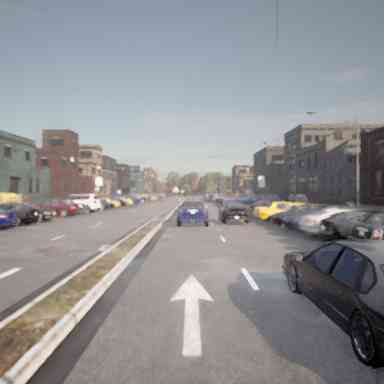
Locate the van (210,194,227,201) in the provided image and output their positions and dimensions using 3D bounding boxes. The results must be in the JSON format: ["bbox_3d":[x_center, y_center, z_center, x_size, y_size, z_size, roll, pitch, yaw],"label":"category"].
[{"bbox_3d":[7.445,1.518,93.451,4.442,1.987,1.878,0,0,0],"label":"van"}]

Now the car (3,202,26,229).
[{"bbox_3d":[-12.767,1.516,19.523,4.674,1.452,2.002,0,0,0],"label":"car"}]

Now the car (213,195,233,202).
[{"bbox_3d":[7.413,1.584,79.538,4.553,1.767,2.185,0,0,0],"label":"car"}]

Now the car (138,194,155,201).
[{"bbox_3d":[-12.925,1.593,94.681,4.553,1.767,2.185,0,0,0],"label":"car"}]

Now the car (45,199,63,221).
[{"bbox_3d":[-12.777,1.484,25.082,4.892,1.521,2.231,0,0,0],"label":"car"}]

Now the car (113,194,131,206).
[{"bbox_3d":[-12.776,1.573,52.872,5.008,1.535,2.097,0,0,0],"label":"car"}]

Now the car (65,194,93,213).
[{"bbox_3d":[-12.803,1.376,33.509,4.553,1.767,2.185,0,0,0],"label":"car"}]

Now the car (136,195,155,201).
[{"bbox_3d":[-12.880,1.711,91.902,5.008,1.535,2.097,0,0,0],"label":"car"}]

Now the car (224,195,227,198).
[{"bbox_3d":[7.498,1.611,49.324,4.674,1.452,2.002,0,0,0],"label":"car"}]

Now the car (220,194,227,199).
[{"bbox_3d":[7.448,1.477,54.841,4.553,1.767,2.185,0,0,0],"label":"car"}]

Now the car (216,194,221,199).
[{"bbox_3d":[7.440,1.366,57.599,5.566,2.045,2.435,0,0,0],"label":"car"}]

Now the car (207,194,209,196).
[{"bbox_3d":[7.389,1.473,85.177,5.566,2.045,2.435,0,0,0],"label":"car"}]

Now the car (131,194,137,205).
[{"bbox_3d":[-12.787,1.597,58.548,5.008,1.535,2.097,0,0,0],"label":"car"}]

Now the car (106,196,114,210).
[{"bbox_3d":[-12.742,1.557,41.881,4.792,1.488,2.163,0,0,0],"label":"car"}]

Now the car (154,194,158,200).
[{"bbox_3d":[-12.691,1.700,89.123,5.366,1.575,1.946,0,0,0],"label":"car"}]

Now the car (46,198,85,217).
[{"bbox_3d":[-12.768,1.534,30.638,4.674,1.452,2.002,0,0,0],"label":"car"}]

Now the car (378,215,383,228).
[{"bbox_3d":[7.619,1.468,7.963,5.008,1.535,2.097,0,0,0],"label":"car"}]

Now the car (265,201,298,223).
[{"bbox_3d":[7.568,1.501,21.748,4.792,1.488,2.163,0,0,0],"label":"car"}]

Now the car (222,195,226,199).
[{"bbox_3d":[7.486,1.628,52.212,4.674,1.452,2.002,0,0,0],"label":"car"}]

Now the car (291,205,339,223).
[{"bbox_3d":[7.606,1.507,16.271,4.674,1.452,2.002,0,0,0],"label":"car"}]

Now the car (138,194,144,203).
[{"bbox_3d":[-12.770,1.368,64.108,5.566,2.045,2.435,0,0,0],"label":"car"}]

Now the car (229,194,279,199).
[{"bbox_3d":[7.515,1.265,38.297,5.566,2.045,2.435,0,0,0],"label":"car"}]

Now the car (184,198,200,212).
[{"bbox_3d":[-0.009,1.527,41.115,1.882,1.535,5.008,0,0,0],"label":"car"}]

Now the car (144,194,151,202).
[{"bbox_3d":[-12.836,1.670,78.005,4.892,1.521,2.231,0,0,0],"label":"car"}]

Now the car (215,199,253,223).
[{"bbox_3d":[3.048,1.502,25.068,1.837,1.490,4.892,0,0,0],"label":"car"}]

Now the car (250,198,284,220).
[{"bbox_3d":[7.772,1.478,27.270,5.366,1.575,1.946,0,0,0],"label":"car"}]

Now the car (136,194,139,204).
[{"bbox_3d":[-12.784,1.609,61.327,4.892,1.521,2.231,0,0,0],"label":"car"}]

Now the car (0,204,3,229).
[{"bbox_3d":[-12.776,1.475,16.870,4.892,1.521,2.231,0,0,0],"label":"car"}]

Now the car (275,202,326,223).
[{"bbox_3d":[7.574,1.498,18.993,4.792,1.488,2.163,0,0,0],"label":"car"}]

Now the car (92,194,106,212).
[{"bbox_3d":[-12.799,1.258,36.322,5.566,2.045,2.435,0,0,0],"label":"car"}]

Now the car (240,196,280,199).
[{"bbox_3d":[7.750,1.493,32.784,5.366,1.575,1.946,0,0,0],"label":"car"}]

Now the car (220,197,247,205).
[{"bbox_3d":[7.460,1.672,60.356,4.674,1.452,2.002,0,0,0],"label":"car"}]

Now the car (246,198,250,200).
[{"bbox_3d":[7.605,1.518,30.025,4.792,1.488,2.163,0,0,0],"label":"car"}]

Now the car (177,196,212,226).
[{"bbox_3d":[0.053,1.346,23.477,2.097,1.767,4.553,0,0,0],"label":"car"}]

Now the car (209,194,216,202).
[{"bbox_3d":[7.421,1.450,76.903,5.566,2.045,2.435,0,0,0],"label":"car"}]

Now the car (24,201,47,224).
[{"bbox_3d":[-12.799,1.509,22.302,4.792,1.488,2.163,0,0,0],"label":"car"}]

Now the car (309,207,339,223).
[{"bbox_3d":[7.643,1.495,13.477,4.792,1.488,2.163,0,0,0],"label":"car"}]

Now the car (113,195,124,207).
[{"bbox_3d":[-12.956,1.547,47.439,5.366,1.575,1.946,0,0,0],"label":"car"}]

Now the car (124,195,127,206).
[{"bbox_3d":[-12.800,1.591,50.217,4.792,1.488,2.163,0,0,0],"label":"car"}]

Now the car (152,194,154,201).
[{"bbox_3d":[-12.870,1.735,86.343,4.674,1.452,2.002,0,0,0],"label":"car"}]

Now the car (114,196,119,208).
[{"bbox_3d":[-12.741,1.568,44.659,4.792,1.488,2.163,0,0,0],"label":"car"}]

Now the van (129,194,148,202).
[{"bbox_3d":[-12.968,1.452,80.785,4.442,1.987,1.878,0,0,0],"label":"van"}]

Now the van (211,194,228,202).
[{"bbox_3d":[7.233,1.505,87.935,4.442,1.987,1.878,0,0,0],"label":"van"}]

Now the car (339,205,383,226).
[{"bbox_3d":[7.588,1.341,10.720,4.553,1.767,2.185,0,0,0],"label":"car"}]

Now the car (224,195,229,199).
[{"bbox_3d":[7.506,1.556,46.567,5.008,1.535,2.097,0,0,0],"label":"car"}]

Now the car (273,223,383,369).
[{"bbox_3d":[3.089,1.538,5.646,2.033,1.411,5.357,0,0,0],"label":"car"}]
